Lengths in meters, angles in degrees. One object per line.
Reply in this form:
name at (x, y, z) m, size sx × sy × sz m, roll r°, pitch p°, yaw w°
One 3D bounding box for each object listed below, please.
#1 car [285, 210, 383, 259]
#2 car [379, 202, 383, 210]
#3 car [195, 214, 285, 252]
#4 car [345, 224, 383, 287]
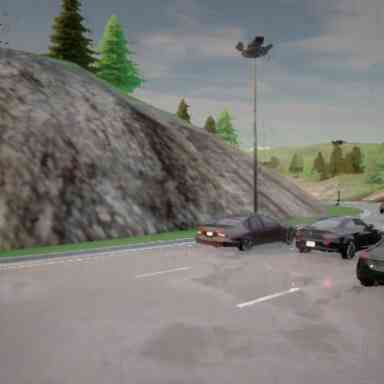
car at (5.807, 1.612, 12.889) m, size 4.674 × 1.442 × 1.812 m, roll 0°, pitch -1°, yaw -41°
car at (23.326, 1.782, 39.302) m, size 1.994 × 1.385 × 4.181 m, roll 0°, pitch -1°, yaw 27°
car at (2.576, 1.672, 14.582) m, size 5.357 × 1.411 × 2.033 m, roll 0°, pitch -1°, yaw -41°
car at (5.942, 1.608, 8.450) m, size 4.181 × 1.385 × 1.994 m, roll 0°, pitch -1°, yaw -40°
